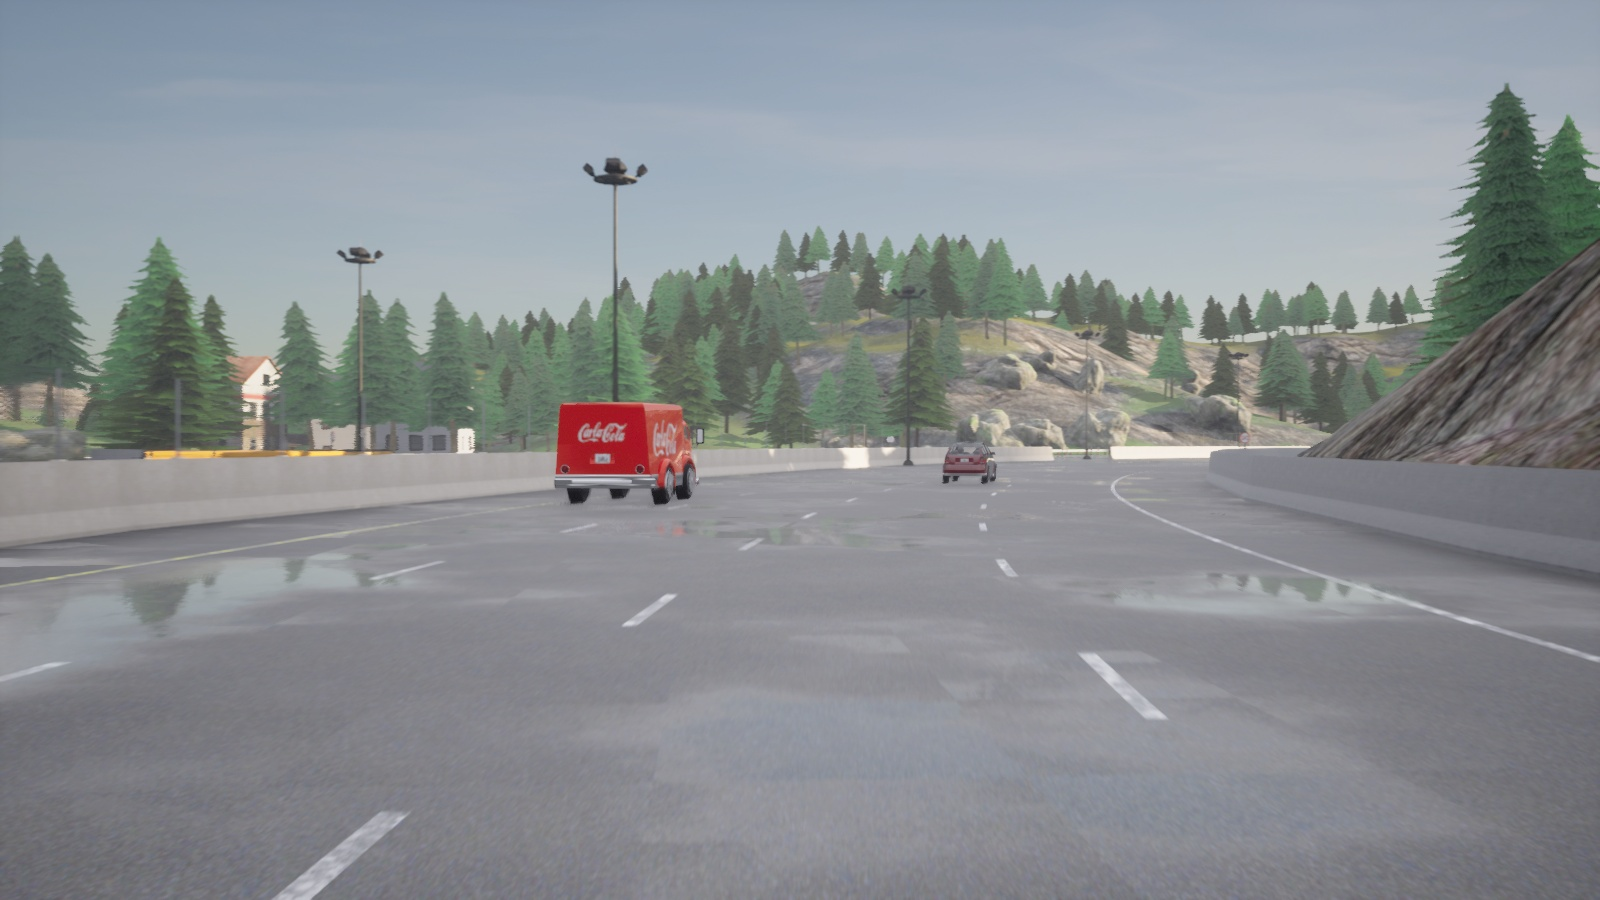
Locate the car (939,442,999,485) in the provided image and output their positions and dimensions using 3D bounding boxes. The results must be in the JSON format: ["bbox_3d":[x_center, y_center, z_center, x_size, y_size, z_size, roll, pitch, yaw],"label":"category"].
[{"bbox_3d":[6.436,0.479,47.487,1.789,1.549,3.705,0,0,15],"label":"car"}]

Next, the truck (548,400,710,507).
[{"bbox_3d":[-4.180,0.069,31.810,2.627,2.467,5.204,0,0,10],"label":"truck"}]
